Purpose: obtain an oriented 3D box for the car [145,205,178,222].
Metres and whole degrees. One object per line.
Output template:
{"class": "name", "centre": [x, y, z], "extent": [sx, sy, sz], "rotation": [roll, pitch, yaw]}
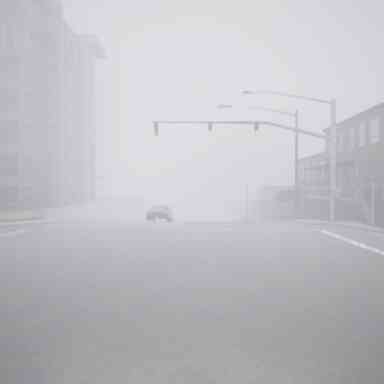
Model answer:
{"class": "car", "centre": [-2.669, 1.782, 28.380], "extent": [2.033, 1.411, 5.357], "rotation": [0, -4, 2]}
